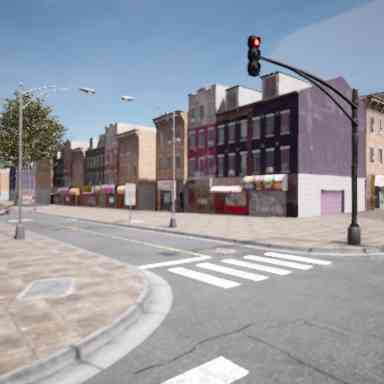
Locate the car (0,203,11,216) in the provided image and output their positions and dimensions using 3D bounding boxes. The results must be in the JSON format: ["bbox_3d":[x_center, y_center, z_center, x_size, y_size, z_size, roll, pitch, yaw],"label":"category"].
[{"bbox_3d":[-23.060,2.058,39.673,1.812,1.442,4.674,0,-1,-38],"label":"car"}]
